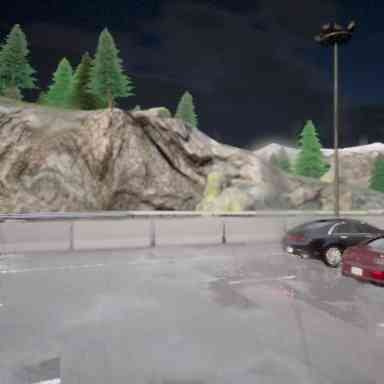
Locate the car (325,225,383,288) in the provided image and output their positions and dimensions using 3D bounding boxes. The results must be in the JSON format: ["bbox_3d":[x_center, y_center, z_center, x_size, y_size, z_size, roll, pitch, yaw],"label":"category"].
[{"bbox_3d":[5.998,1.677,8.395,4.674,1.442,1.812,0,-1,-18],"label":"car"}]

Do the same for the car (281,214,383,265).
[{"bbox_3d":[5.584,1.711,11.922,4.892,1.490,1.837,0,-1,-18],"label":"car"}]

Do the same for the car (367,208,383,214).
[{"bbox_3d":[22.370,2.259,37.570,4.718,1.301,1.895,0,-1,-9],"label":"car"}]
